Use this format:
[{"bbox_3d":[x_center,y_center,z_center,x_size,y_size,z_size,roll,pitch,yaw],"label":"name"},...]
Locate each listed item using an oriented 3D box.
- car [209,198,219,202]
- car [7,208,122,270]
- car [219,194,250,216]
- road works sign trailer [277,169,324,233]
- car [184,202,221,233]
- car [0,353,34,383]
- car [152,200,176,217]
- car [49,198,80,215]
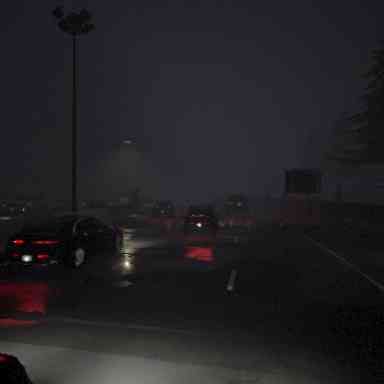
[{"bbox_3d":[3.307,1.478,43.328,1.882,1.535,5.008,0,0,-7],"label":"car"},{"bbox_3d":[-3.916,1.504,11.135,1.837,1.490,4.892,0,0,10],"label":"car"},{"bbox_3d":[4.239,1.220,32.715,2.150,2.045,5.566,0,0,-1],"label":"car"},{"bbox_3d":[6.587,0.464,19.229,2.380,3.560,2.880,0,0,-15],"label":"road works sign trailer"},{"bbox_3d":[0.621,1.500,19.646,1.837,1.490,4.892,0,-1,6],"label":"car"},{"bbox_3d":[-2.561,1.507,0.799,1.837,1.490,4.892,0,1,15],"label":"car"},{"bbox_3d":[-2.607,1.491,31.255,2.128,1.511,4.902,0,0,-1],"label":"car"},{"bbox_3d":[-13.554,1.477,35.685,1.882,1.535,5.008,0,0,-5],"label":"car"}]
